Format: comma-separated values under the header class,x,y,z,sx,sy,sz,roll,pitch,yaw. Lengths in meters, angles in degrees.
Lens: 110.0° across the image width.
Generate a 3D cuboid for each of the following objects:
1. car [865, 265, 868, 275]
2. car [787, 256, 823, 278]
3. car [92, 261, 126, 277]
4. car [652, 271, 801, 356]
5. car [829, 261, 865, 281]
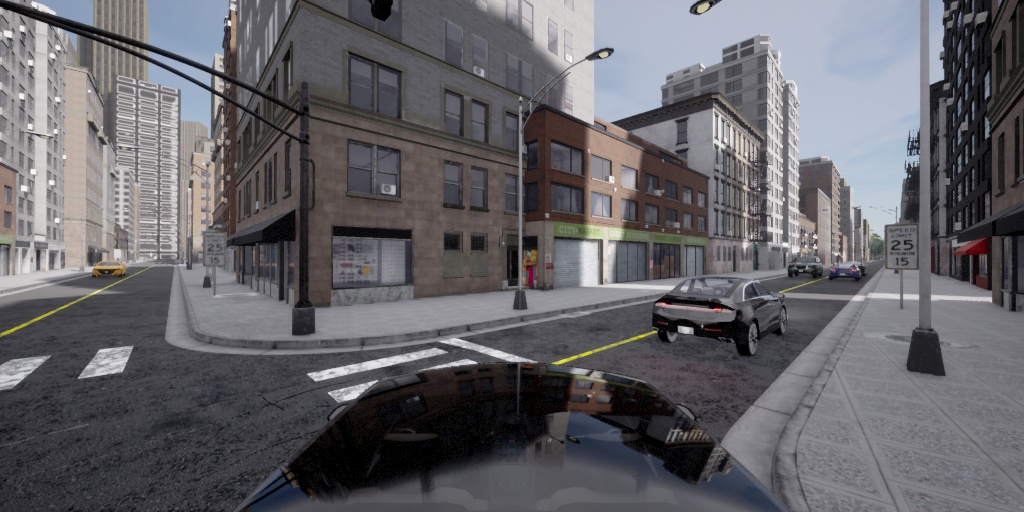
class,x,y,z,sx,sy,sz,roll,pitch,yaw
car,36.083,1.302,37.869,5.008,1.535,1.882,0,0,-43
car,28.767,1.031,35.110,5.566,2.045,2.150,0,0,-43
car,-39.334,1.211,35.083,1.882,1.535,5.008,0,0,-43
car,5.178,1.248,8.715,4.902,1.511,2.128,0,0,-43
car,28.623,1.328,30.762,4.674,1.442,1.812,0,0,-43
